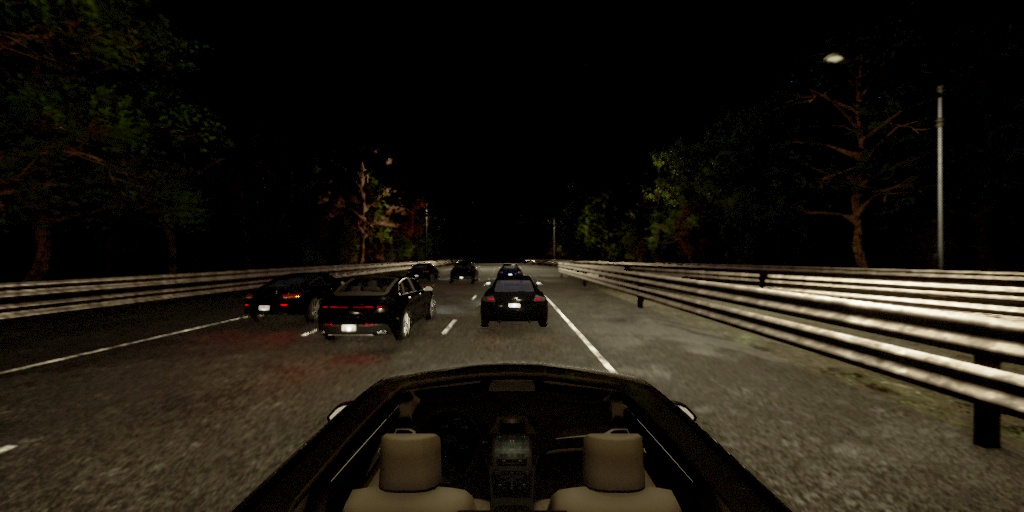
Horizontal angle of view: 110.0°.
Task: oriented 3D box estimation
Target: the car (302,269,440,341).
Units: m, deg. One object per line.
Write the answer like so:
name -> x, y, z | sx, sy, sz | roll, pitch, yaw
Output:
car -> -3.433, 1.264, 9.935 | 1.837, 1.490, 4.892 | 0, 0, 0

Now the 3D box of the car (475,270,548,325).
car -> 0.054, 1.324, 11.807 | 1.994, 1.385, 4.181 | 0, 0, 0

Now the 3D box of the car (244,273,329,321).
car -> -6.949, 1.289, 12.337 | 1.812, 1.442, 4.674 | 0, 0, 0

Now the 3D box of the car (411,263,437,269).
car -> -7.164, 1.317, 29.090 | 1.812, 1.442, 4.674 | 0, 0, -1

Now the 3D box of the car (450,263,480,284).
car -> -3.644, 1.292, 27.946 | 1.837, 1.490, 4.892 | 0, 0, -1

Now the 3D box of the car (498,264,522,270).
car -> -0.154, 1.351, 28.516 | 1.994, 1.385, 4.181 | 0, 0, -1
